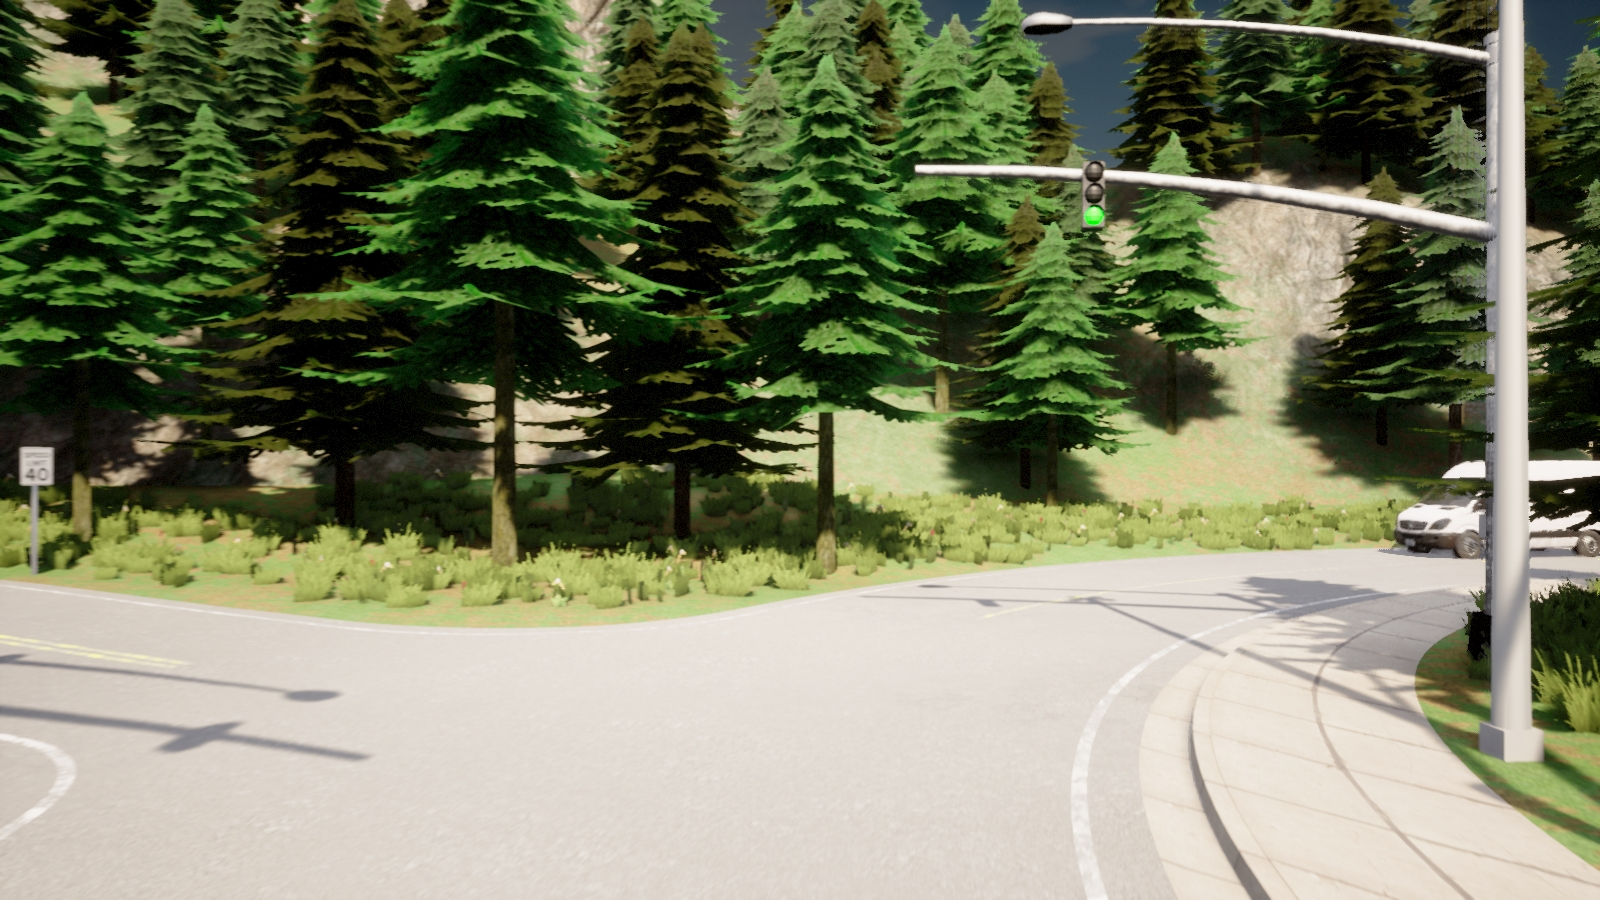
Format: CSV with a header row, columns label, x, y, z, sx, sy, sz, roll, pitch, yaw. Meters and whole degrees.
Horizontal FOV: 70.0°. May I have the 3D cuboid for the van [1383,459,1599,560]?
label,x,y,z,sx,sy,sz,roll,pitch,yaw
van,18.994,1.542,30.760,5.915,2.561,1.988,0,0,-11
